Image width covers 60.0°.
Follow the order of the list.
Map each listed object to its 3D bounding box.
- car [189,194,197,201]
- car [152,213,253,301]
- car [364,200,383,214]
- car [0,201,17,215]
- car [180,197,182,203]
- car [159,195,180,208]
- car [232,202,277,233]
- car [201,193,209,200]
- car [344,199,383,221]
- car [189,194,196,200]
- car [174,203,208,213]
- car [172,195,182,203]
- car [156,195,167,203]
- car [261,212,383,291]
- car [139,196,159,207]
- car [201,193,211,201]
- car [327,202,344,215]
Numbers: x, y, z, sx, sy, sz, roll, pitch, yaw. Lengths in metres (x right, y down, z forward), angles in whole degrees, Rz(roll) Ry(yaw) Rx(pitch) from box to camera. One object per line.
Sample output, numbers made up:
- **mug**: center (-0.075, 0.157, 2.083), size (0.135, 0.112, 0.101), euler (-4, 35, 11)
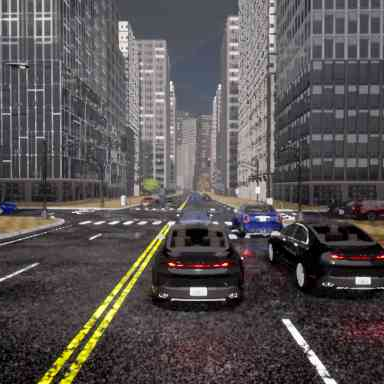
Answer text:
- **car**: center (0.209, 1.396, 79.361), size (1.882, 1.535, 5.008), euler (0, 0, 0)
- **car**: center (0.120, 1.501, 8.261), size (1.837, 1.490, 4.892), euler (0, 0, 0)
- **car**: center (21.906, 1.643, 36.800), size (4.829, 1.417, 1.752), euler (1, 0, 1)
- **car**: center (-19.367, 1.321, 31.797), size (5.008, 1.535, 1.882), euler (0, 1, 1)
- **car**: center (-3.182, 1.458, 57.628), size (1.837, 1.490, 4.892), euler (0, 1, 0)
- **car**: center (-3.214, 1.471, 48.292), size (1.837, 1.490, 4.892), euler (0, 0, 0)
- **car**: center (3.395, 1.342, 18.051), size (2.097, 1.767, 4.553), euler (0, 0, 0)
- **car**: center (3.486, 1.097, 89.739), size (2.097, 1.767, 4.553), euler (0, 0, 0)
- **car**: center (16.276, 1.519, 28.529), size (5.009, 1.841, 2.192), euler (1, 0, 1)
- **car**: center (0.236, 1.220, 89.779), size (1.882, 1.535, 5.008), euler (0, 0, 0)
- **car**: center (0.147, 1.538, 17.816), size (2.033, 1.411, 5.357), euler (0, 0, 0)
- **car**: center (-3.068, 1.466, 69.537), size (1.812, 1.442, 4.674), euler (0, 0, 0)
- **car**: center (-6.318, 1.418, 69.728), size (1.882, 1.535, 5.008), euler (0, 0, 0)
- **car**: center (3.374, 1.500, 8.968), size (1.837, 1.490, 4.892), euler (0, 0, 0)
- **car**: center (-6.459, 1.491, 49.065), size (1.812, 1.442, 4.674), euler (0, 0, 2)
- **car**: center (3.459, 1.396, 79.350), size (1.882, 1.535, 5.008), euler (0, 0, 0)
- **car**: center (16.517, 1.617, 34.309), size (4.892, 1.490, 1.837), euler (1, 1, 1)
